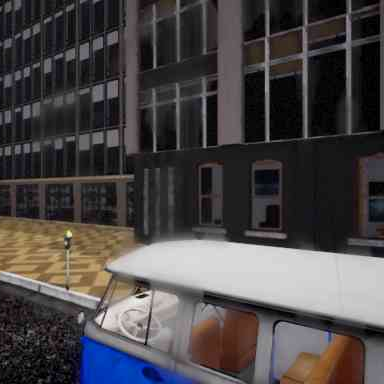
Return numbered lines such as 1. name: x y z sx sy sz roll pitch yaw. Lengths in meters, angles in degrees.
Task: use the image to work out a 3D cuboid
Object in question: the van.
1. van: 0.924 1.341 2.215 3.998 1.788 1.690 0 0 35
